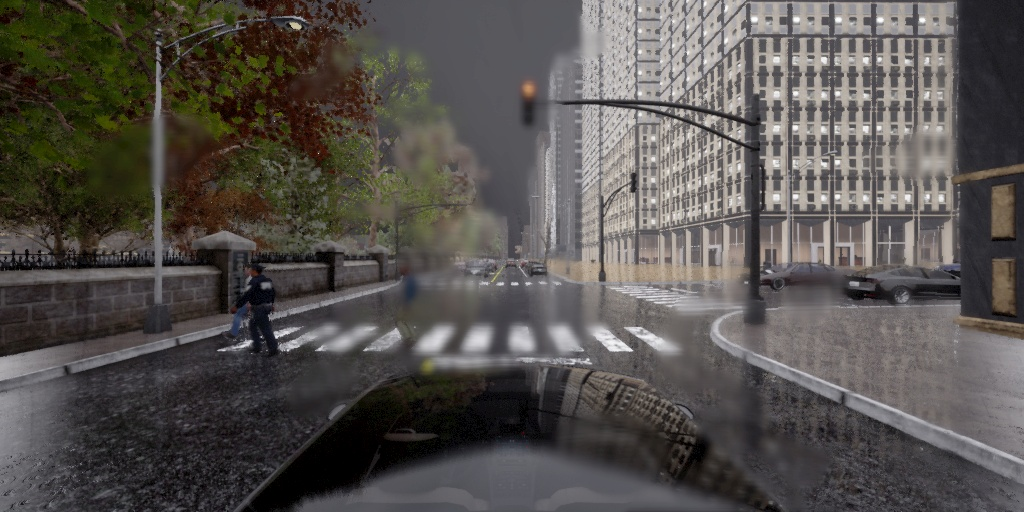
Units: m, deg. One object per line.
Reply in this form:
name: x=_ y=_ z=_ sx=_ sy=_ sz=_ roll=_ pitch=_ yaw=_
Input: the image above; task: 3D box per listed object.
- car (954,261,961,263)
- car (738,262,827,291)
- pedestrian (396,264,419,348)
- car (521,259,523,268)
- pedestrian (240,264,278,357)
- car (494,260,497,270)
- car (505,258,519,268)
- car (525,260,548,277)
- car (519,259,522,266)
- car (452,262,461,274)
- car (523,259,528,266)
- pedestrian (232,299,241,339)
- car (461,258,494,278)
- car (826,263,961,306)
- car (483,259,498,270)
car: x=25.302 y=0.655 z=19.049 sx=4.553 sy=1.767 sz=2.097 roll=-1 pitch=0 yaw=0
car: x=15.102 y=1.025 z=18.974 sx=5.357 sy=1.411 sz=2.033 roll=-1 pitch=0 yaw=0
pedestrian: x=-2.202 y=1.044 z=7.678 sx=0.375 sy=1.860 sz=0.375 roll=0 pitch=0 yaw=0
car: x=2.590 y=1.339 z=46.997 sx=1.948 sy=1.339 sz=4.313 roll=0 pitch=0 yaw=0
pedestrian: x=-4.976 y=1.045 z=7.073 sx=0.375 sy=1.860 sz=0.375 roll=0 pitch=0 yaw=0
car: x=-3.189 y=1.334 z=43.812 sx=1.994 sy=1.385 sz=4.181 roll=0 pitch=0 yaw=0
car: x=-0.135 y=1.295 z=62.562 sx=1.837 sy=1.490 sz=4.892 roll=0 pitch=0 yaw=0
car: x=2.614 y=1.330 z=35.732 sx=1.948 sy=1.339 sz=4.313 roll=0 pitch=0 yaw=0
car: x=2.554 y=1.337 z=63.895 sx=1.888 sy=1.381 sz=4.507 roll=0 pitch=0 yaw=0
car: x=-5.778 y=1.350 z=41.346 sx=1.802 sy=1.307 sz=4.207 roll=0 pitch=0 yaw=0
car: x=2.602 y=1.334 z=41.365 sx=1.948 sy=1.339 sz=4.313 roll=0 pitch=0 yaw=0
pedestrian: x=-6.053 y=1.043 z=8.271 sx=0.375 sy=1.860 sz=0.375 roll=0 pitch=0 yaw=0
car: x=-3.157 y=1.255 z=33.768 sx=2.128 sy=1.511 sz=4.902 roll=0 pitch=0 yaw=1
car: x=14.659 y=1.026 z=13.176 sx=4.313 sy=1.339 sz=1.948 roll=0 pitch=0 yaw=0
car: x=-3.203 y=1.258 z=54.082 sx=1.882 sy=1.535 sz=5.008 roll=0 pitch=0 yaw=0
